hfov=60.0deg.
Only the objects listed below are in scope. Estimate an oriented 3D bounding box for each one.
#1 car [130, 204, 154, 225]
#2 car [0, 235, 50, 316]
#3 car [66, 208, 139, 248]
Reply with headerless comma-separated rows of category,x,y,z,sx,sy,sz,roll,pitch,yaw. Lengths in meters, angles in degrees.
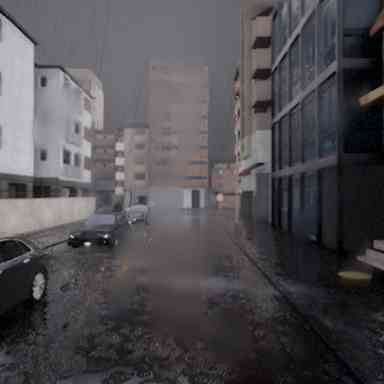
car,-4.068,1.735,26.114,1.837,1.490,4.892,0,0,0
car,-4.094,1.555,5.567,1.837,1.490,4.892,0,-1,0
car,-4.090,1.687,15.727,2.033,1.411,5.357,0,-1,0
